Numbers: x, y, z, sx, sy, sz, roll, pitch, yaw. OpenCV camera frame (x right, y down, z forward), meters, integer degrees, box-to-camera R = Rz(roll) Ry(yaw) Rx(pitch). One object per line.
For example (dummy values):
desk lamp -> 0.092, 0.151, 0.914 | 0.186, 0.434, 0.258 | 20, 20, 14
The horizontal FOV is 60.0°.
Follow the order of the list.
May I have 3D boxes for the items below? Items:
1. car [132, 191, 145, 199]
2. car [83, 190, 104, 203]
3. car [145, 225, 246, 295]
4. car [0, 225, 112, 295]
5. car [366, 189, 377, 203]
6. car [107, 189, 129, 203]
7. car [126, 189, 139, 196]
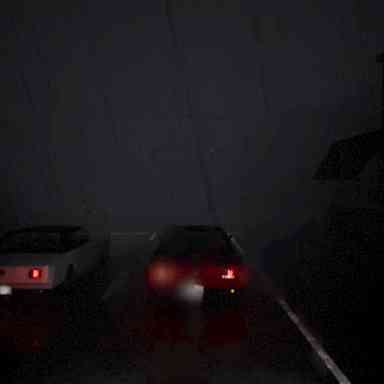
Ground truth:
car -> -10.513, 0.586, 65.357 | 2.033, 1.411, 5.357 | 0, 1, 0
car -> -14.088, 0.801, 47.695 | 1.837, 1.490, 4.892 | 0, 1, 0
car -> 0.077, 1.477, 8.318 | 1.895, 1.301, 4.718 | 0, 1, 0
car -> -3.424, 1.477, 8.300 | 1.895, 1.301, 4.718 | 0, 1, 0
car -> 17.068, -0.290, 28.543 | 4.181, 1.385, 1.994 | -22, 1, -1
car -> -10.591, 0.514, 48.085 | 2.150, 2.045, 5.566 | 0, 1, 0
car -> -14.010, 0.068, 78.828 | 2.128, 1.511, 4.902 | 0, 1, 0
